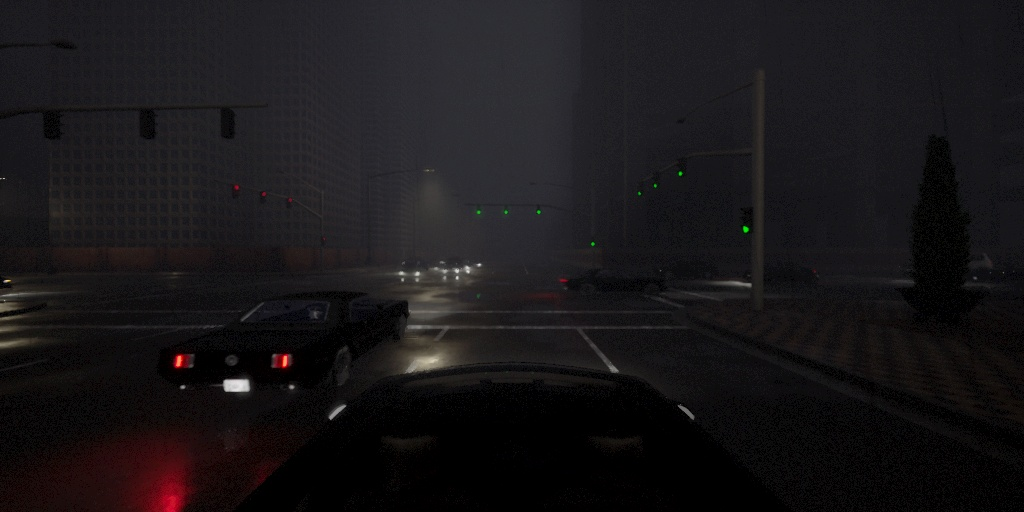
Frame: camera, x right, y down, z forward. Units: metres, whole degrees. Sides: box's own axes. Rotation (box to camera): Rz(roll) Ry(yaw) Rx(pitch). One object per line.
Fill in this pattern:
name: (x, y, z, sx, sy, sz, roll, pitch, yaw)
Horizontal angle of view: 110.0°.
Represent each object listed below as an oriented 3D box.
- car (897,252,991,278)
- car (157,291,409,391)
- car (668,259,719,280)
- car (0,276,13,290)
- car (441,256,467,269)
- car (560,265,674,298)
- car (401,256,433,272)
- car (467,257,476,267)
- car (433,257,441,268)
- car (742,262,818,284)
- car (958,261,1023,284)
car: (32.976, 0.743, 27.343, 5.566, 2.045, 2.150, 0, 1, 1)
car: (-3.420, 1.306, 6.685, 1.895, 1.301, 4.718, 0, 1, 0)
car: (13.200, 1.022, 27.535, 4.892, 1.490, 1.837, -1, 1, 1)
car: (-27.758, 1.155, 17.236, 5.357, 1.411, 2.033, 0, 1, 0)
car: (-7.151, 0.871, 44.760, 1.837, 1.490, 4.892, 0, 1, 1)
car: (4.748, 1.219, 16.977, 4.718, 1.301, 1.895, 0, 1, 0)
car: (-10.721, 0.761, 39.920, 2.097, 1.767, 4.553, 0, 1, 1)
car: (-6.989, 0.884, 54.052, 1.895, 1.301, 4.718, 0, 1, 1)
car: (-10.572, 0.869, 49.654, 2.033, 1.411, 5.357, 0, 1, 1)
car: (17.830, 1.115, 23.972, 4.181, 1.385, 1.994, 0, 1, 0)
car: (33.041, 1.154, 23.846, 4.718, 1.301, 1.895, 0, 1, 1)
